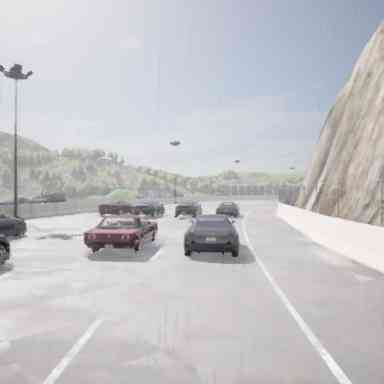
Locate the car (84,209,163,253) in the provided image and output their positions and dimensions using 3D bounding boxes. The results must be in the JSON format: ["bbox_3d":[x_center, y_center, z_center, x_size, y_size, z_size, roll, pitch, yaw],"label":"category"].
[{"bbox_3d":[-2.681,1.597,13.783,1.895,1.301,4.718,0,0,5],"label":"car"}]

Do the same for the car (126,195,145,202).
[{"bbox_3d":[-13.599,1.518,80.532,2.033,1.411,5.357,0,0,24],"label":"car"}]

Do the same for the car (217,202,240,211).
[{"bbox_3d":[3.418,1.576,31.256,1.994,1.385,4.181,0,0,11],"label":"car"}]

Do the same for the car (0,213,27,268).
[{"bbox_3d":[-6.564,1.479,8.297,2.128,1.511,4.902,0,0,3],"label":"car"}]

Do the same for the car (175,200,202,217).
[{"bbox_3d":[-0.256,1.509,30.738,1.837,1.490,4.892,0,0,11],"label":"car"}]

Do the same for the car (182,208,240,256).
[{"bbox_3d":[0.808,1.568,13.246,1.994,1.385,4.181,0,0,5],"label":"car"}]

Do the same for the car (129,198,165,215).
[{"bbox_3d":[-3.844,1.501,30.595,1.837,1.490,4.892,0,0,11],"label":"car"}]

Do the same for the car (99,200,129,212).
[{"bbox_3d":[-7.150,1.467,31.921,1.882,1.535,5.008,0,0,11],"label":"car"}]

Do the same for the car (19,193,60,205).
[{"bbox_3d":[-16.763,1.190,38.361,2.150,2.045,5.566,0,0,13],"label":"car"}]
